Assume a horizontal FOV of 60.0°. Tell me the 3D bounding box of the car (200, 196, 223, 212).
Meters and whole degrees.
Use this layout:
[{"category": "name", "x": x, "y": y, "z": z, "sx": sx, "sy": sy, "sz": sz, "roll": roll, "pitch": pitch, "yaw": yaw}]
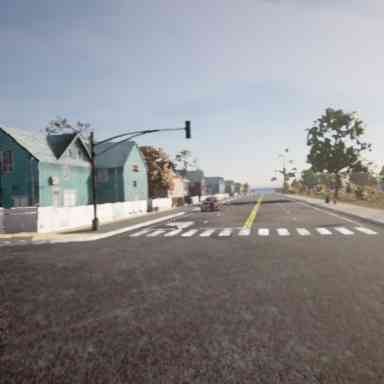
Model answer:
[{"category": "car", "x": 2.258, "y": 1.322, "z": 38.308, "sx": 2.097, "sy": 1.767, "sz": 4.553, "roll": -2, "pitch": 0, "yaw": 12}]
